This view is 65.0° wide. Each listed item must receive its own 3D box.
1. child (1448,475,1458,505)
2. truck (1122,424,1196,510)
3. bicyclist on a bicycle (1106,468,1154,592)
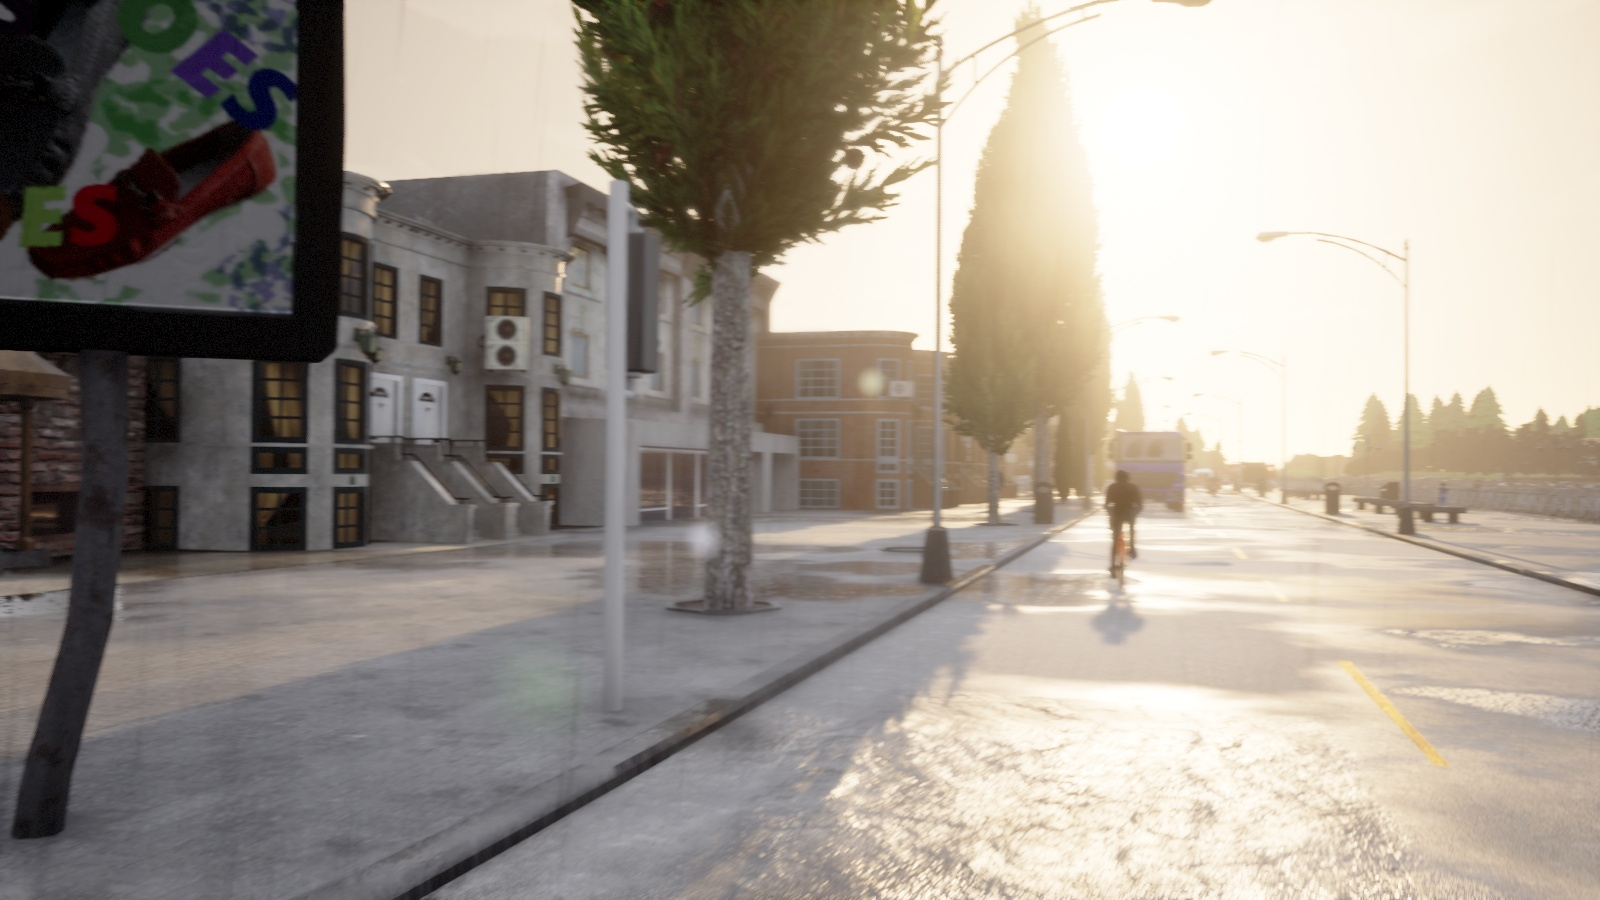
[{"bbox_3d":[27.739,1.704,53.342,0.270,1.263,0.437,0,-1,18],"label":"child"},{"bbox_3d":[15.719,0.760,54.923,2.891,3.462,7.936,0,-1,17],"label":"truck"},{"bbox_3d":[4.584,1.063,17.410,0.582,1.620,1.656,0,-1,17],"label":"bicyclist on a bicycle"}]
